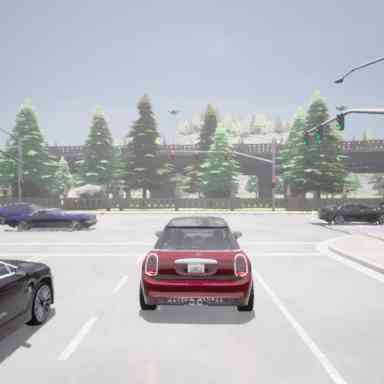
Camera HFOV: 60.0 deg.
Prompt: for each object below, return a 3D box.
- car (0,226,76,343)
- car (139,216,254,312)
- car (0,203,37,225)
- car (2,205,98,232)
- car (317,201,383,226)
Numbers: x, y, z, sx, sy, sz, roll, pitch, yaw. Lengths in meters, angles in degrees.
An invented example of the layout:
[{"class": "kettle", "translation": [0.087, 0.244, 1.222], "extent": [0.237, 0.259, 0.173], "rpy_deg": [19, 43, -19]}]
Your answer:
[{"class": "car", "translation": [-3.432, 1.492, 4.172], "extent": [2.128, 1.511, 4.902], "rpy_deg": [0, 0, 0]}, {"class": "car", "translation": [0.149, 1.352, 7.922], "extent": [2.097, 1.767, 4.553], "rpy_deg": [0, 0, 2]}, {"class": "car", "translation": [-11.275, 1.482, 22.891], "extent": [4.674, 1.442, 1.812], "rpy_deg": [0, 0, 1]}, {"class": "car", "translation": [-7.994, 1.581, 19.340], "extent": [4.718, 1.301, 1.895], "rpy_deg": [0, 0, 1]}, {"class": "car", "translation": [11.057, 1.449, 22.573], "extent": [4.892, 1.490, 1.837], "rpy_deg": [0, 0, 1]}]
